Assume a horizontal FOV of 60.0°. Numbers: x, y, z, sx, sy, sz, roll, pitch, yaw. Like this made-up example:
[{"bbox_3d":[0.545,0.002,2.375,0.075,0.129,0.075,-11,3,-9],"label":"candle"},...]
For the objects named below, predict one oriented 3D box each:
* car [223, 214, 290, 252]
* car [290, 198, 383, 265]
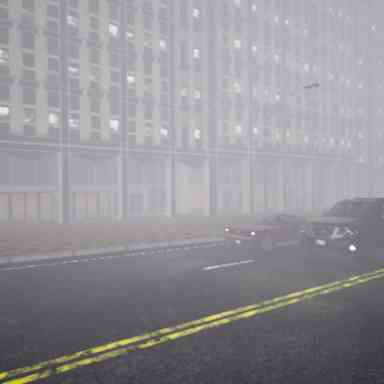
[{"bbox_3d":[3.602,1.631,14.237,4.718,1.301,1.895,0,0,-35],"label":"car"},{"bbox_3d":[6.348,1.255,12.204,5.566,2.045,2.150,0,0,-35],"label":"car"}]
